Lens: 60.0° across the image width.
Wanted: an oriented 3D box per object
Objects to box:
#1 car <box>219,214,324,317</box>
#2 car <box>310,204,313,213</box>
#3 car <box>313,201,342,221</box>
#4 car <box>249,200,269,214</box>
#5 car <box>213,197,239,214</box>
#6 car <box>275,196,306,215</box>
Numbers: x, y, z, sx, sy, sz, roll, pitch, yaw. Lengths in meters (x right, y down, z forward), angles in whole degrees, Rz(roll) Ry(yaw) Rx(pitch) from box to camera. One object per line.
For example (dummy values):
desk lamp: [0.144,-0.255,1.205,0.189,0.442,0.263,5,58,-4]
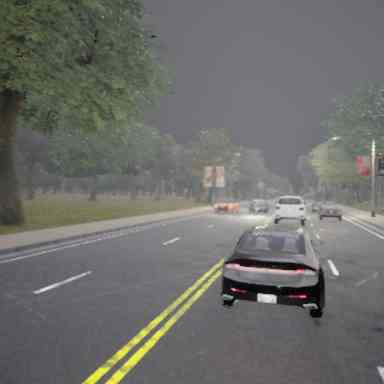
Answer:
car: [1.939,1.521,7.703,2.128,1.511,4.902,1,0,17]
car: [15.556,1.814,40.590,2.033,1.411,5.357,1,0,18]
car: [12.266,1.740,29.867,2.033,1.411,5.357,1,0,18]
car: [7.446,1.630,36.784,2.128,1.511,4.902,1,0,18]
car: [3.755,1.434,35.868,2.097,1.767,4.553,1,0,17]
car: [7.680,1.342,26.007,2.150,2.045,5.566,1,0,17]
